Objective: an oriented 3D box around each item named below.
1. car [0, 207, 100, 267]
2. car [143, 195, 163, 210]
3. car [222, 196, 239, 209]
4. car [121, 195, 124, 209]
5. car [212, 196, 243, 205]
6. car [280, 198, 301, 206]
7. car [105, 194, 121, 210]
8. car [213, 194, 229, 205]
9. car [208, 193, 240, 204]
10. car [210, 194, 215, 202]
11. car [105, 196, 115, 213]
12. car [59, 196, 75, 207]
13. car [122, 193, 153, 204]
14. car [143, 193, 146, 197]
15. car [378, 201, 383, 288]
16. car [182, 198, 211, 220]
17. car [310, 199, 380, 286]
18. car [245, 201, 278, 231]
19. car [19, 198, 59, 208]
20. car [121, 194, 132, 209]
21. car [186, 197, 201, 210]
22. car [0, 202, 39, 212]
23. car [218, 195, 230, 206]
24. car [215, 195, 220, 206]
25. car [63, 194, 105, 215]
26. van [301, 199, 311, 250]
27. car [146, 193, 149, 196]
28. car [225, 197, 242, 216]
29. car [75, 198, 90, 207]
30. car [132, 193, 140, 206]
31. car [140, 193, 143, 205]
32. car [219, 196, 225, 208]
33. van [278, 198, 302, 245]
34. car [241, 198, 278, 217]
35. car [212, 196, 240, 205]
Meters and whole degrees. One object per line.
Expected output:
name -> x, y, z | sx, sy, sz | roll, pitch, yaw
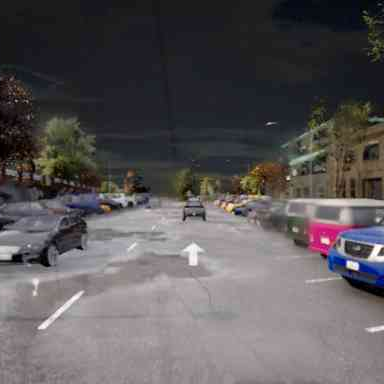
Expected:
car -> -5.047, 1.497, 11.459 | 2.128, 1.511, 4.902 | 0, 0, 0
car -> -4.954, 1.545, 44.237 | 1.812, 1.442, 4.674 | 0, 0, 0
car -> 6.274, 1.510, 34.689 | 5.366, 1.575, 1.946 | 1, 0, -20
car -> -10.816, 1.501, 38.491 | 4.892, 1.521, 2.231 | -1, 0, -20
car -> 6.184, 1.521, 58.289 | 4.892, 1.521, 2.231 | 1, 0, -20
car -> 22.699, 2.347, 76.916 | 1.946, 1.575, 5.366 | 2, 1, -20
car -> -10.809, 1.247, 35.484 | 5.566, 2.045, 2.435 | -1, 0, -20
car -> 6.153, 1.517, 49.418 | 4.892, 1.521, 2.231 | 1, 0, -20
car -> 6.223, 1.271, 64.223 | 5.566, 2.045, 2.435 | 1, 0, -20
car -> 5.990, 1.512, 52.301 | 5.366, 1.575, 1.946 | 1, 0, -20
car -> -10.674, 1.493, 32.521 | 5.366, 1.575, 1.946 | -1, 0, -20
car -> -10.848, 1.368, 23.396 | 4.553, 1.767, 2.185 | -1, 0, -20
car -> -10.771, 1.260, 65.682 | 5.566, 2.045, 2.435 | -1, 0, -20
car -> -10.807, 1.382, 56.626 | 4.553, 1.767, 2.185 | -1, 0, -20
car -> 5.992, 1.243, 5.014 | 5.566, 2.045, 2.435 | 1, 0, -20
car -> 0.183, 1.509, 28.118 | 2.128, 1.511, 4.902 | 0, 0, 0
car -> 6.003, 1.245, 7.973 | 5.566, 2.045, 2.435 | 1, 0, -20
car -> 6.058, 1.505, 19.817 | 4.892, 1.521, 2.231 | 1, 0, -20
car -> -10.849, 1.367, 20.367 | 4.553, 1.767, 2.185 | -1, 0, -20
car -> -10.853, 1.250, 41.513 | 5.566, 2.045, 2.435 | -1, 0, -20
car -> 0.235, 1.501, 44.446 | 1.882, 1.535, 5.008 | 0, 0, 0
car -> -10.902, 1.492, 17.346 | 4.892, 1.521, 2.231 | -1, 0, -20
car -> 6.293, 1.512, 40.606 | 5.366, 1.575, 1.946 | 1, 0, -20
car -> 6.129, 1.514, 43.502 | 5.008, 1.535, 2.097 | 1, 0, -20
car -> -10.887, 1.246, 29.422 | 5.566, 2.045, 2.435 | -1, 0, -20
van -> 6.143, 1.275, 10.990 | 4.442, 1.987, 1.878 | 1, 0, -20
car -> -10.737, 1.382, 59.664 | 4.553, 1.767, 2.185 | -1, 0, -20
car -> 6.071, 1.539, 31.643 | 4.792, 1.488, 2.163 | 1, 0, -20
car -> -10.836, 1.525, 26.420 | 4.792, 1.488, 2.163 | -1, 0, -20
car -> -10.779, 1.252, 47.580 | 5.566, 2.045, 2.435 | -1, 0, -20
car -> -10.810, 1.381, 53.599 | 4.553, 1.767, 2.185 | -1, 0, -20
car -> 6.113, 1.511, 37.573 | 5.008, 1.535, 2.097 | 1, 0, -20
van -> 6.153, 1.277, 13.949 | 4.442, 1.987, 1.878 | 1, 0, -20
car -> 6.099, 1.381, 22.792 | 4.553, 1.767, 2.185 | 1, 0, -20
car -> 6.188, 1.561, 61.247 | 4.674, 1.452, 2.002 | 1, 0, -20
